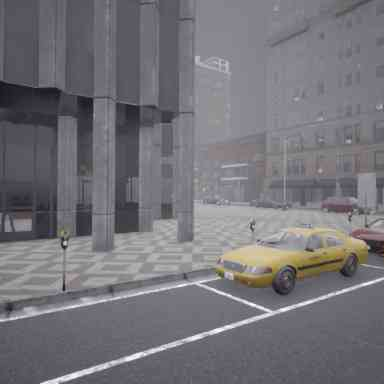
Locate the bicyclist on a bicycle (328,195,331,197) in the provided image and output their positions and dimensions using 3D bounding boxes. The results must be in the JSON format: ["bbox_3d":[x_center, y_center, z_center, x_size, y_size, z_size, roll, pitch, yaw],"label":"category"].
[{"bbox_3d":[16.339,1.159,39.468,1.656,1.620,0.582,0,0,-35],"label":"bicyclist on a bicycle"}]

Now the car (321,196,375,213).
[{"bbox_3d":[14.569,1.198,31.145,2.097,1.767,4.553,1,0,-35],"label":"car"}]

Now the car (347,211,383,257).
[{"bbox_3d":[7.498,1.547,12.095,4.507,1.381,1.887,0,1,-35],"label":"car"}]

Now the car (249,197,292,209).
[{"bbox_3d":[9.062,1.307,38.965,2.033,1.411,5.357,1,0,-35],"label":"car"}]

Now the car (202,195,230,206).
[{"bbox_3d":[3.393,1.161,47.036,2.128,1.511,4.902,1,0,-35],"label":"car"}]

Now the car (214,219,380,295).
[{"bbox_3d":[2.779,1.527,8.732,4.829,1.417,1.752,0,1,-35],"label":"car"}]
